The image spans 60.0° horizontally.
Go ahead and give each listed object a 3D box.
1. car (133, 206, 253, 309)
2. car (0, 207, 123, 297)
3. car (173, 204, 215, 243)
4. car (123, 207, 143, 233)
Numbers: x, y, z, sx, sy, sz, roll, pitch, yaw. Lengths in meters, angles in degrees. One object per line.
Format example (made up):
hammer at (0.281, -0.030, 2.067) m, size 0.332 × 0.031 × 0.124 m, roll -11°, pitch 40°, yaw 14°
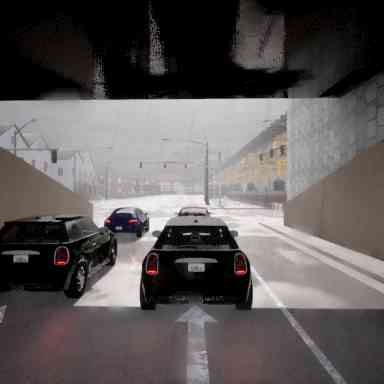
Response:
car at (0.081, 1.352, 7.997) m, size 2.097 × 1.767 × 4.553 m, roll 0°, pitch 0°, yaw 0°
car at (-3.413, 1.352, 8.760) m, size 2.097 × 1.767 × 4.553 m, roll 0°, pitch 0°, yaw 0°
car at (0.091, 1.478, 17.265) m, size 1.882 × 1.535 × 5.008 m, roll 0°, pitch 0°, yaw 0°
car at (-3.409, 1.526, 17.812) m, size 1.812 × 1.442 × 4.674 m, roll 0°, pitch 0°, yaw 0°
